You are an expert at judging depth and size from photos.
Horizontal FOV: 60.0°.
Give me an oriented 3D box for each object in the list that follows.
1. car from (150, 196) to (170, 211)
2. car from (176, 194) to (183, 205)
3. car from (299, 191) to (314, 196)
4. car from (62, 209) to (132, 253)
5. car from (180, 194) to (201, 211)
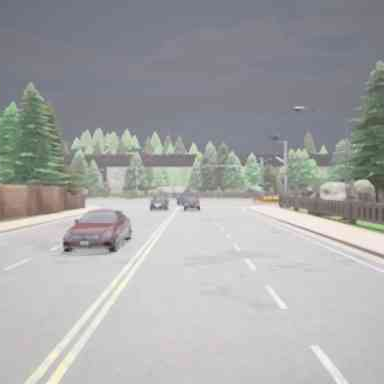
[{"bbox_3d":[-3.501,1.222,36.508,2.128,1.511,4.902,0,0,0],"label":"car"},{"bbox_3d":[-0.820,0.998,47.711,2.097,1.767,4.553,0,0,-16],"label":"car"},{"bbox_3d":[18.505,0.860,48.702,5.566,2.045,2.150,0,0,1],"label":"car"},{"bbox_3d":[-3.585,1.426,13.412,1.812,1.442,4.674,0,0,0],"label":"car"},{"bbox_3d":[0.004,1.276,36.598,2.033,1.411,5.357,0,0,0],"label":"car"}]
